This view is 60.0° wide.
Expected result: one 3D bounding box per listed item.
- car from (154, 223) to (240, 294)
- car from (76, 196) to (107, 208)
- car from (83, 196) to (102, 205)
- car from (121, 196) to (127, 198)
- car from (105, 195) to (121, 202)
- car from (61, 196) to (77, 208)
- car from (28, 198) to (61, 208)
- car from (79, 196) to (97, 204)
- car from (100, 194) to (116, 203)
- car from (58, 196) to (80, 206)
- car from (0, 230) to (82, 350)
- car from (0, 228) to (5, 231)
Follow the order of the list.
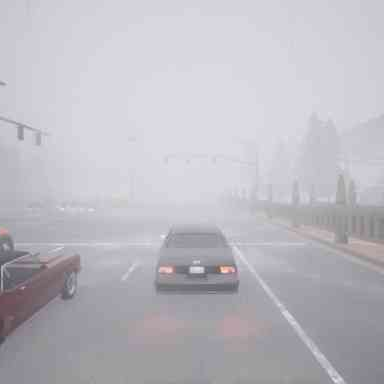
[{"bbox_3d":[0.089,1.547,8.910,2.033,1.411,5.357,0,0,0],"label":"car"},{"bbox_3d":[-14.157,1.547,47.238,2.033,1.411,5.357,0,0,0],"label":"car"},{"bbox_3d":[-17.638,1.478,59.395,1.882,1.535,5.008,0,0,0],"label":"car"},{"bbox_3d":[-14.086,1.491,67.754,2.128,1.511,4.902,0,0,0],"label":"car"},{"bbox_3d":[-14.147,1.601,57.310,1.895,1.301,4.718,0,0,0],"label":"car"},{"bbox_3d":[-17.641,1.526,49.360,1.812,1.442,4.674,0,0,0],"label":"car"},{"bbox_3d":[-21.157,1.547,47.347,2.033,1.411,5.357,0,0,0],"label":"car"},{"bbox_3d":[-21.085,1.525,67.558,2.128,1.511,4.902,0,0,0],"label":"car"},{"bbox_3d":[-17.587,1.355,69.694,2.097,1.767,4.553,0,0,0],"label":"car"},{"bbox_3d":[-21.143,1.478,57.218,1.882,1.535,5.008,0,0,0],"label":"car"},{"bbox_3d":[-3.406,1.601,5.453,1.895,1.301,4.718,0,0,0],"label":"car"},{"bbox_3d":[-6.911,1.352,9.116,2.097,1.767,4.553,0,0,0],"label":"car"}]
